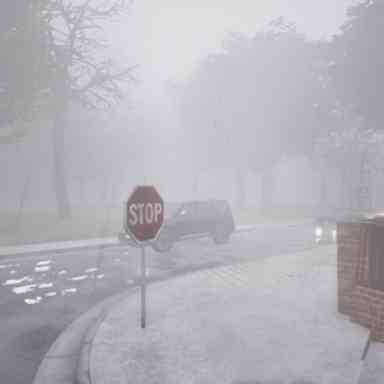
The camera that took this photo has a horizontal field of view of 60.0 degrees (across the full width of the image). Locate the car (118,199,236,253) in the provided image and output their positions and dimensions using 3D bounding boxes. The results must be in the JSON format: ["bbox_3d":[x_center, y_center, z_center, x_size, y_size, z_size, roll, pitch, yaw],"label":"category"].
[{"bbox_3d":[-0.458,1.350,14.691,5.566,2.045,2.150,0,-1,-41],"label":"car"}]

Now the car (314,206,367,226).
[{"bbox_3d":[11.316,1.798,25.101,5.357,1.411,2.033,1,-1,-41],"label":"car"}]
